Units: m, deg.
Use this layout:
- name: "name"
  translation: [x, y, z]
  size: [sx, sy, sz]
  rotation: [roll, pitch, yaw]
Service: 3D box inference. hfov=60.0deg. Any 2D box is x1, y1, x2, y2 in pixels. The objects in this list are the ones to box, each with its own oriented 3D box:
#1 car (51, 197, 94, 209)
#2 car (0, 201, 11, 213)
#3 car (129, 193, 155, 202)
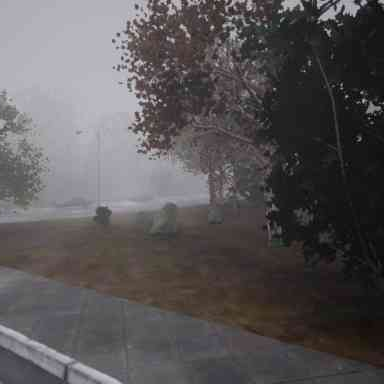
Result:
- name: "car"
  translation: [-15.617, 1.339, 43.665]
  size: [2.033, 1.411, 5.357]
  rotation: [0, 2, 39]
- name: "car"
  translation: [-22.151, 1.532, 35.556]
  size: [1.837, 1.490, 4.892]
  rotation: [0, 1, 39]
- name: "car"
  translation: [-7.970, 0.856, 53.120]
  size: [1.994, 1.385, 4.181]
  rotation: [0, 3, 39]
